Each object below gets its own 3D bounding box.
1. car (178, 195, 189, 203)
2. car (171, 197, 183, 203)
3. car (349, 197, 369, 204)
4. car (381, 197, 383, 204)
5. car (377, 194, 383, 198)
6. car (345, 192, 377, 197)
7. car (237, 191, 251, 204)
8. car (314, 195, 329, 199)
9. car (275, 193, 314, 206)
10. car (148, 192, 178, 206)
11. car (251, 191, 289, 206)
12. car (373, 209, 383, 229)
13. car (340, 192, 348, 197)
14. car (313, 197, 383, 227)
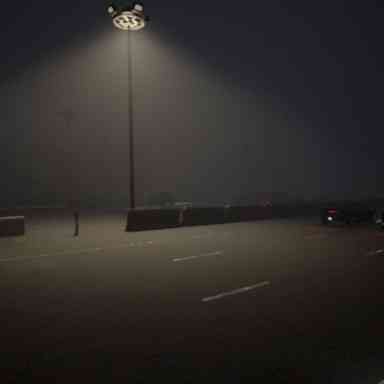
[{"bbox_3d":[-1.568,1.321,64.442,2.128,1.511,4.902,-1,-1,2],"label":"car"},{"bbox_3d":[-3.667,1.914,79.581,1.895,1.301,4.718,-1,-2,-13],"label":"car"},{"bbox_3d":[33.920,1.716,67.583,4.718,1.301,1.895,2,-1,-39],"label":"car"},{"bbox_3d":[45.894,2.017,77.238,4.892,1.490,1.837,2,-1,-39],"label":"car"},{"bbox_3d":[37.751,1.417,66.174,5.566,2.045,2.150,2,-1,-39],"label":"car"},{"bbox_3d":[27.071,1.289,53.112,5.008,1.535,1.882,2,-1,-38],"label":"car"},{"bbox_3d":[8.900,0.834,47.523,5.566,2.045,2.150,-1,1,-39],"label":"car"},{"bbox_3d":[22.432,1.270,58.339,4.892,1.490,1.837,1,0,-38],"label":"car"},{"bbox_3d":[12.915,1.214,41.773,4.181,1.385,1.994,-1,1,-39],"label":"car"},{"bbox_3d":[-4.407,0.957,48.037,2.150,2.045,5.566,-1,-1,18],"label":"car"},{"bbox_3d":[11.018,0.849,44.738,5.566,2.045,2.150,-1,1,-39],"label":"car"},{"bbox_3d":[12.280,1.324,18.535,4.892,1.490,1.837,-1,1,-39],"label":"car"},{"bbox_3d":[27.864,1.090,58.201,5.566,2.045,2.150,2,-1,-39],"label":"car"},{"bbox_3d":[10.075,1.306,21.253,4.892,1.490,1.837,-1,1,-39],"label":"car"}]
